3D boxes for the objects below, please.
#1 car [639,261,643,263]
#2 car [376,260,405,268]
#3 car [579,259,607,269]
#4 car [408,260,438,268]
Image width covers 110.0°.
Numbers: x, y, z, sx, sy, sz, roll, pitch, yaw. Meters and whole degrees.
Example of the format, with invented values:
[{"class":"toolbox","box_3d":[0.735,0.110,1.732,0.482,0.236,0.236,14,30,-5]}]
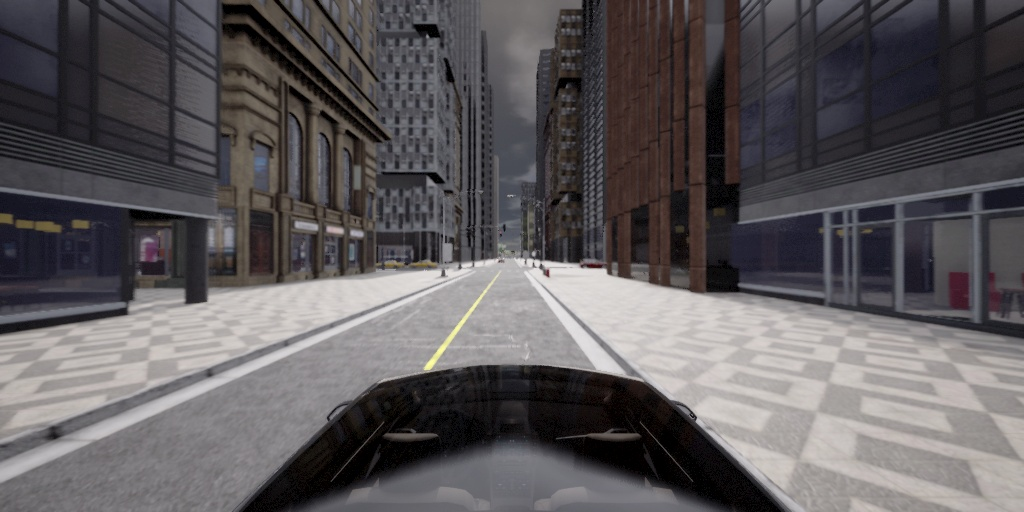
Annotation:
[{"class":"car","box_3d":[23.130,1.154,60.497,4.097,1.591,1.967,0,0,0]},{"class":"car","box_3d":[-20.634,1.351,60.750,4.829,1.417,1.751,0,0,0]},{"class":"car","box_3d":[11.882,1.151,52.036,4.097,1.591,1.967,0,0,0]},{"class":"car","box_3d":[-15.032,1.336,60.717,4.829,1.417,1.751,0,0,0]}]
